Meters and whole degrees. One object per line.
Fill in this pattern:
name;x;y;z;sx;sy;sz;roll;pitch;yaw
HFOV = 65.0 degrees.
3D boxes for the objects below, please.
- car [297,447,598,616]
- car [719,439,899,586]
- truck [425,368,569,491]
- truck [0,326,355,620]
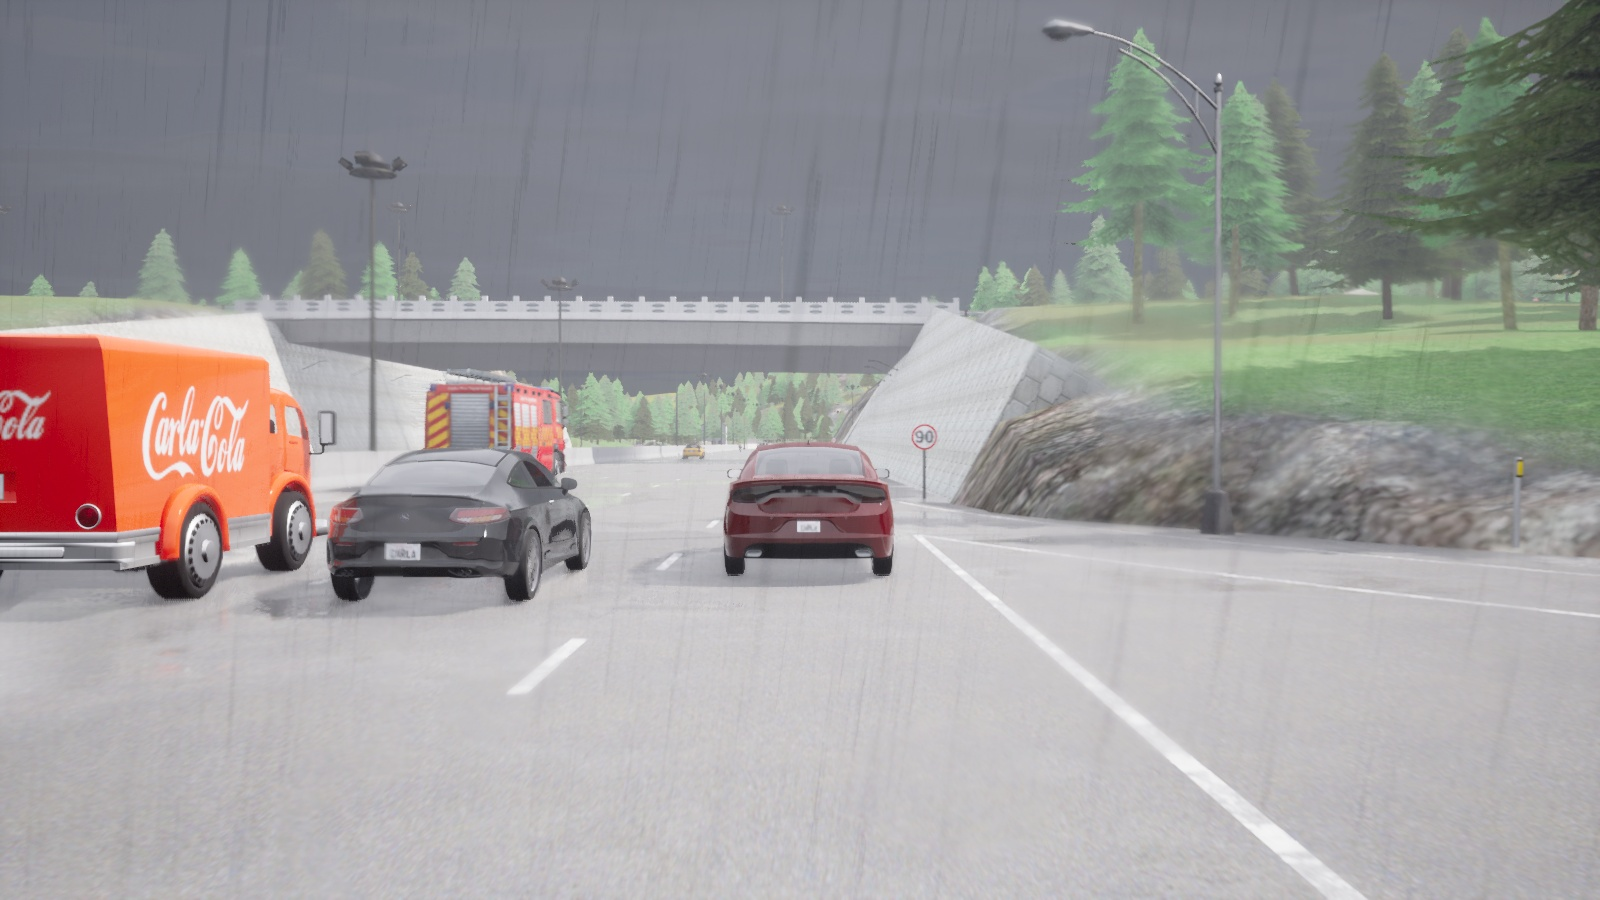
car;-3.410;0.695;13.138;1.812;1.442;4.674;0;0;0
car;0.104;0.636;15.623;1.882;1.535;5.008;0;0;0
truck;-10.236;-0.672;43.479;2.891;3.827;8.468;0;0;0
truck;-6.909;0.180;13.163;2.627;2.467;5.204;0;0;0
